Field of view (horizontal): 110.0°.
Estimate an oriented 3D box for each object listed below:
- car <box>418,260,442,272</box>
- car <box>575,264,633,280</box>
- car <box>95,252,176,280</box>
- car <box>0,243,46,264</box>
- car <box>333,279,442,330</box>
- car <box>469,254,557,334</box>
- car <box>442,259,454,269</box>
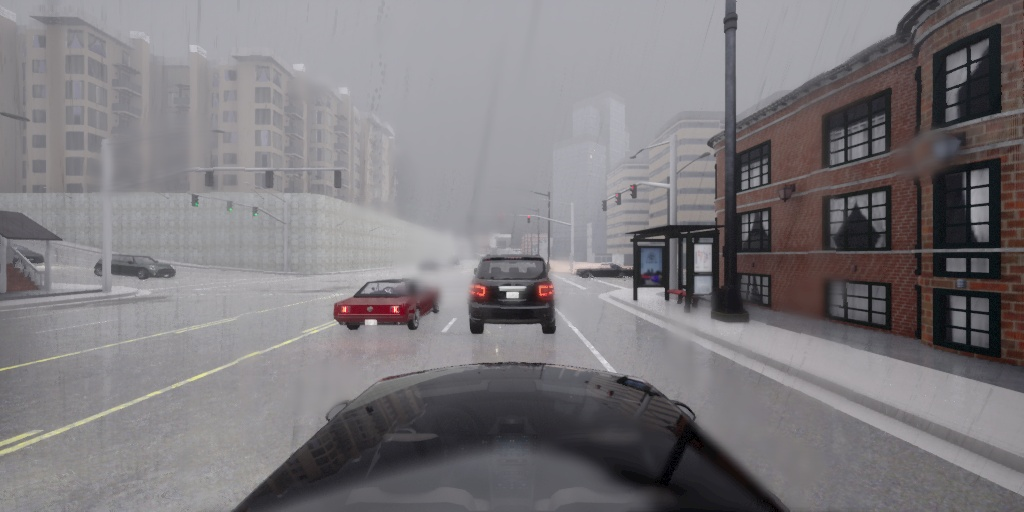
[{"bbox_3d":[-10.848,1.314,46.960,1.994,1.385,4.181,0,0,0],"label":"car"},{"bbox_3d":[7.903,1.351,30.925,4.718,1.301,1.895,0,0,-1],"label":"car"},{"bbox_3d":[-28.081,0.719,26.904,4.553,1.767,2.097,5,0,0],"label":"car"},{"bbox_3d":[-37.864,-0.224,26.811,4.181,1.385,1.994,9,0,-1],"label":"car"},{"bbox_3d":[-3.474,1.351,11.066,1.895,1.301,4.718,0,0,0],"label":"car"},{"bbox_3d":[0.024,0.971,10.750,2.150,2.045,5.566,0,0,0],"label":"car"},{"bbox_3d":[-10.893,1.276,56.939,1.812,1.442,4.674,0,0,-1],"label":"car"}]
